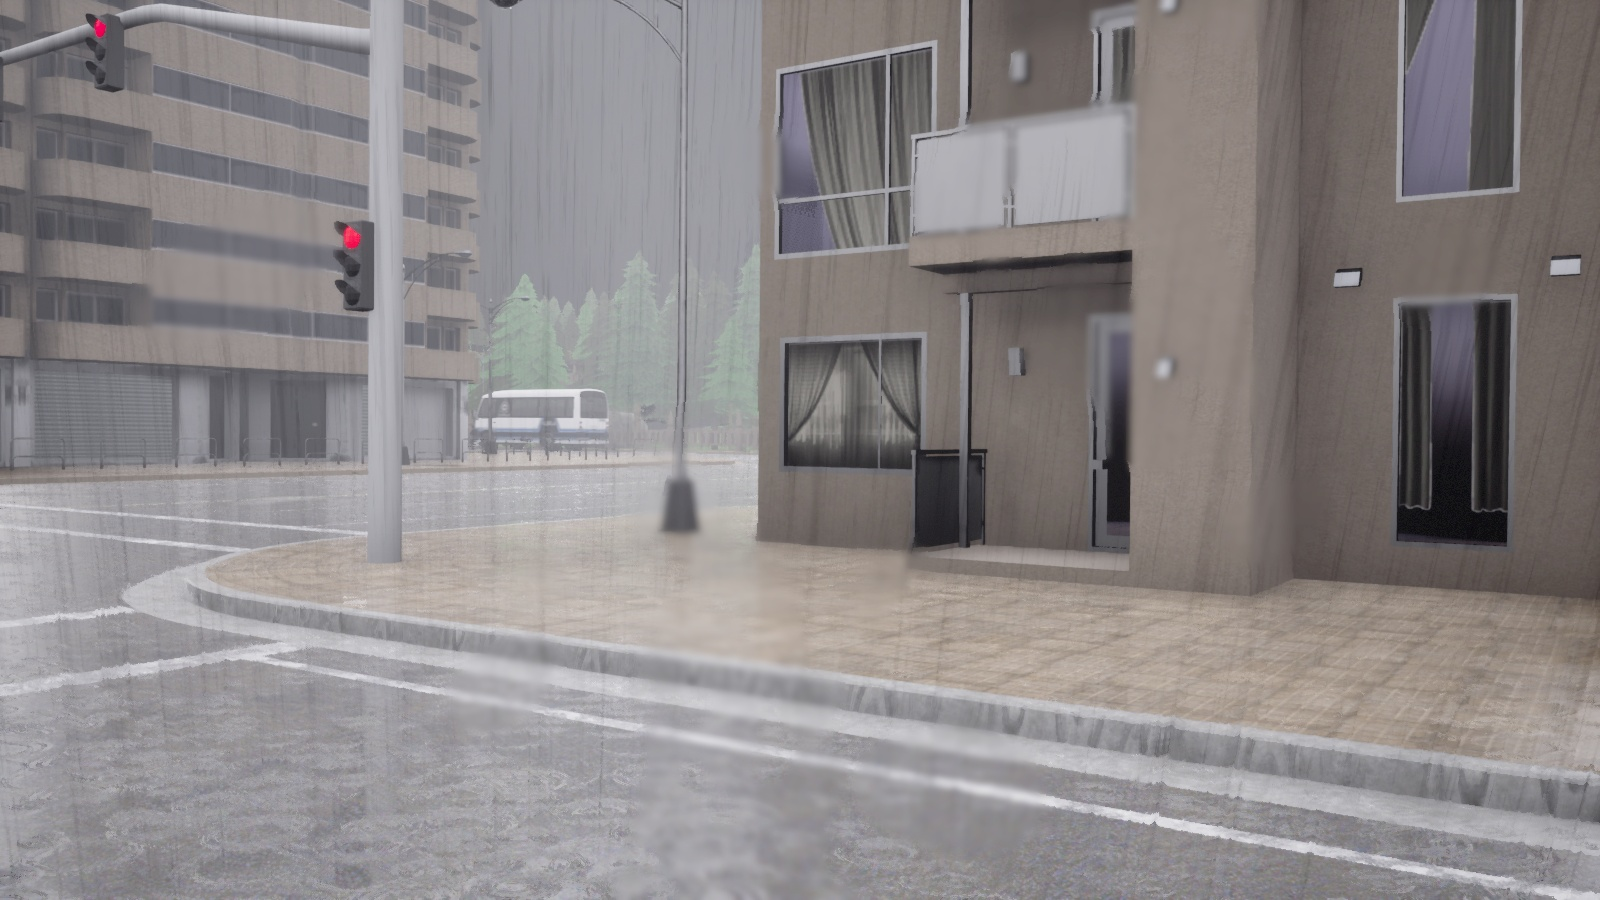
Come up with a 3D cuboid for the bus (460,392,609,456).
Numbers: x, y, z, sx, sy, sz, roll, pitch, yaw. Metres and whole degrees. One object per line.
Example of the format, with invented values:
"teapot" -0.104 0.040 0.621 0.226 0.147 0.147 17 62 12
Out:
"bus" -18.601 -1.728 87.593 10.273 4.253 3.944 0 1 32
